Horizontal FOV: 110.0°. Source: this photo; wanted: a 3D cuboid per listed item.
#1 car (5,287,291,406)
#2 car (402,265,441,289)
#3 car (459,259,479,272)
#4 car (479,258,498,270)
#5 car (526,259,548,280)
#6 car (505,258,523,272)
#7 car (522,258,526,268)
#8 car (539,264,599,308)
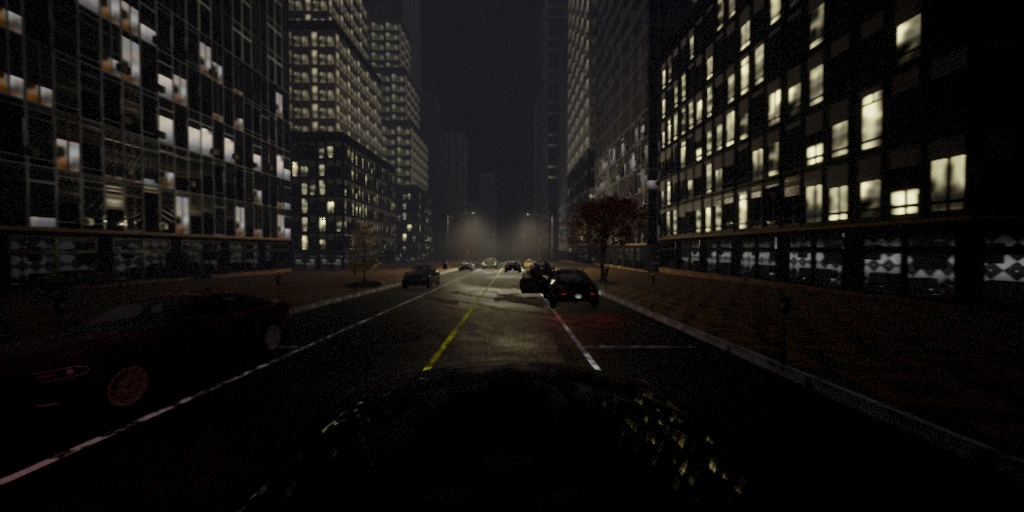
[{"bbox_3d":[-5.690,1.286,6.010,1.888,1.381,4.507,0,0,0],"label":"car"},{"bbox_3d":[-5.691,1.261,22.885,2.007,1.370,4.403,0,0,0],"label":"car"},{"bbox_3d":[-5.691,1.229,45.384,2.007,1.370,4.403,0,0,0],"label":"car"},{"bbox_3d":[-3.033,1.022,50.504,2.097,1.767,4.553,0,0,1],"label":"car"},{"bbox_3d":[2.690,1.133,34.135,1.967,1.591,4.097,0,0,0],"label":"car"},{"bbox_3d":[0.082,1.280,44.040,1.895,1.301,4.718,0,0,0],"label":"car"},{"bbox_3d":[2.690,1.190,56.806,1.751,1.417,4.829,0,0,0],"label":"car"},{"bbox_3d":[2.352,1.250,15.009,1.812,1.442,4.674,0,0,0],"label":"car"}]
